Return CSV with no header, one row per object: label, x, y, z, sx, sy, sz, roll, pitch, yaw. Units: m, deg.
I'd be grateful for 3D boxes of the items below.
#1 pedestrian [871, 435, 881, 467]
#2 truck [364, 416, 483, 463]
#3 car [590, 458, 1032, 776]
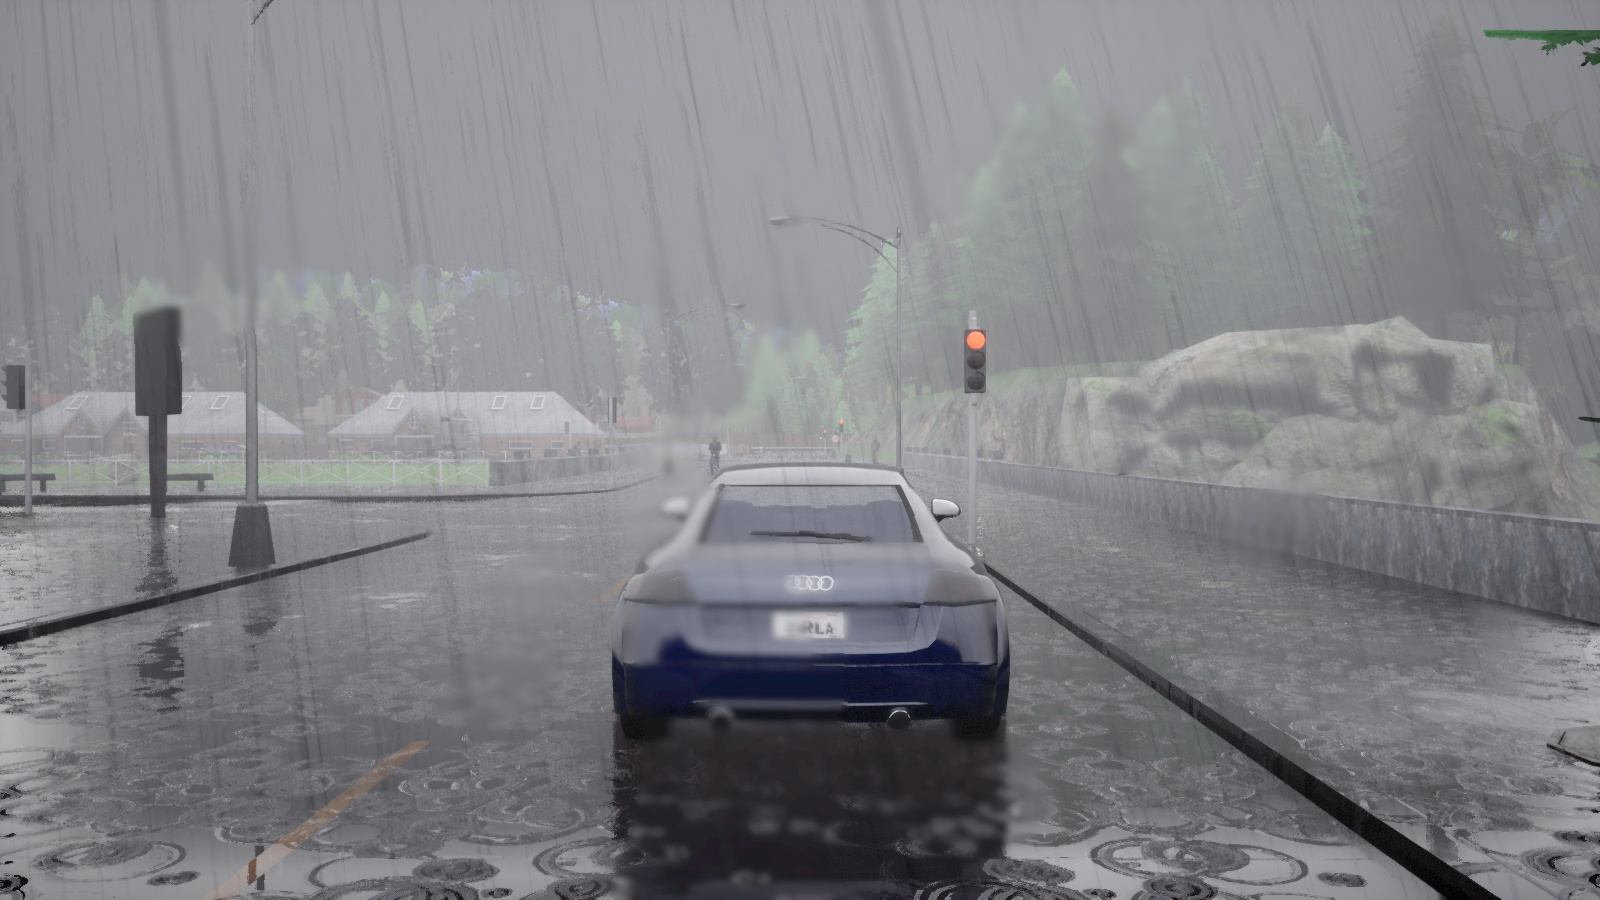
pedestrian,4.452,0.044,73.768,0.540,1.848,0.694,0,0,1
truck,-27.868,-0.784,93.135,7.936,3.462,2.891,0,0,0
car,0.066,0.767,7.763,1.994,1.385,4.181,0,0,1
